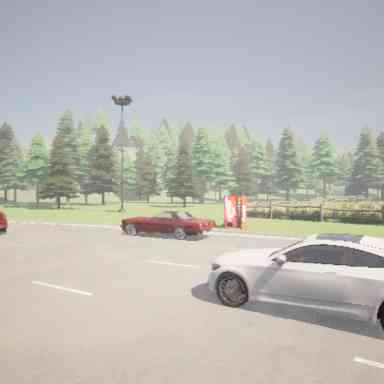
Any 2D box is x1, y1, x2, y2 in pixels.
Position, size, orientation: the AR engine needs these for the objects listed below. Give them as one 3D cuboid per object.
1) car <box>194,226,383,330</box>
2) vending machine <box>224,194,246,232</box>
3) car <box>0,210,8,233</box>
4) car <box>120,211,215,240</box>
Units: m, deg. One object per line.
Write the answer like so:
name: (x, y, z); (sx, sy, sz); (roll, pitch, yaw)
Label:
car: (2.542, 1.526, 6.317); (4.674, 1.442, 1.812); (0, 0, 34)
vending machine: (2.522, 1.195, 19.369); (0.880, 2.100, 1.100); (0, 0, 30)
car: (-12.363, 1.352, 18.172); (4.553, 1.767, 2.097); (0, 0, 23)
car: (-1.324, 1.600, 16.852); (4.718, 1.301, 1.895); (0, 0, 28)
